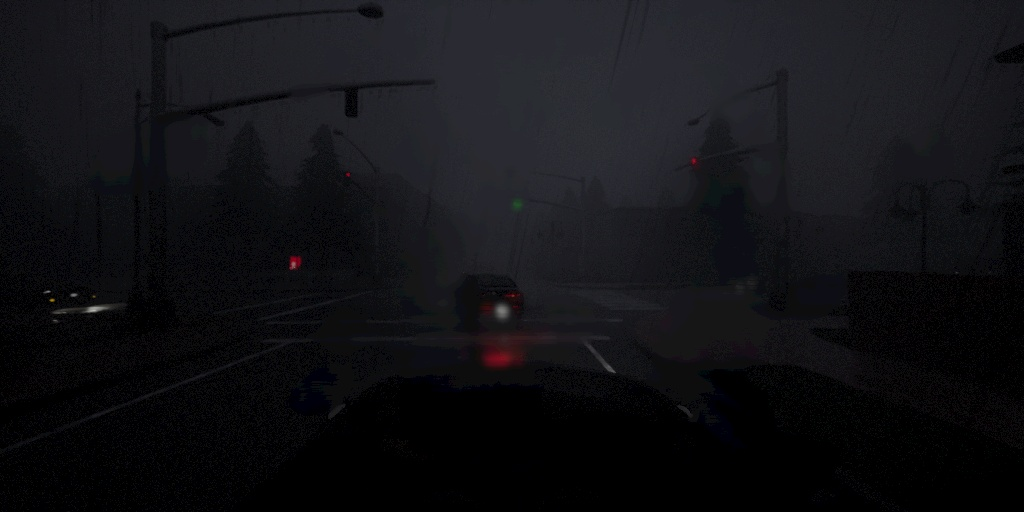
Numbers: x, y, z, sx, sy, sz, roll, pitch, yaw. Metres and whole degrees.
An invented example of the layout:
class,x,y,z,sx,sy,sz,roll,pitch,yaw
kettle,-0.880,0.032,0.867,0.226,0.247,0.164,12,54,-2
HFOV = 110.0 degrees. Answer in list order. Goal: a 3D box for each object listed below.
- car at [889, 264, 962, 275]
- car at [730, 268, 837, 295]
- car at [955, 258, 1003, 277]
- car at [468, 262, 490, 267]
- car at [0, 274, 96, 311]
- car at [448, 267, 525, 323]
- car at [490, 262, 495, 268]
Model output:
class,x,y,z,sx,sy,sz,roll,pitch,yaw
car,25.494,1.429,22.874,5.357,1.411,2.033,0,0,-17
car,15.539,1.412,20.581,5.357,1.411,2.033,0,0,-7
car,35.426,1.132,26.965,5.566,2.045,2.150,0,0,-28
car,-3.602,1.533,35.067,2.033,1.411,5.357,0,0,0
car,-19.913,1.421,14.643,4.181,1.385,1.994,0,0,-2
car,-1.021,1.333,12.654,1.837,1.490,4.892,1,0,-18
car,-3.595,1.550,45.249,2.128,1.511,4.902,0,0,0
